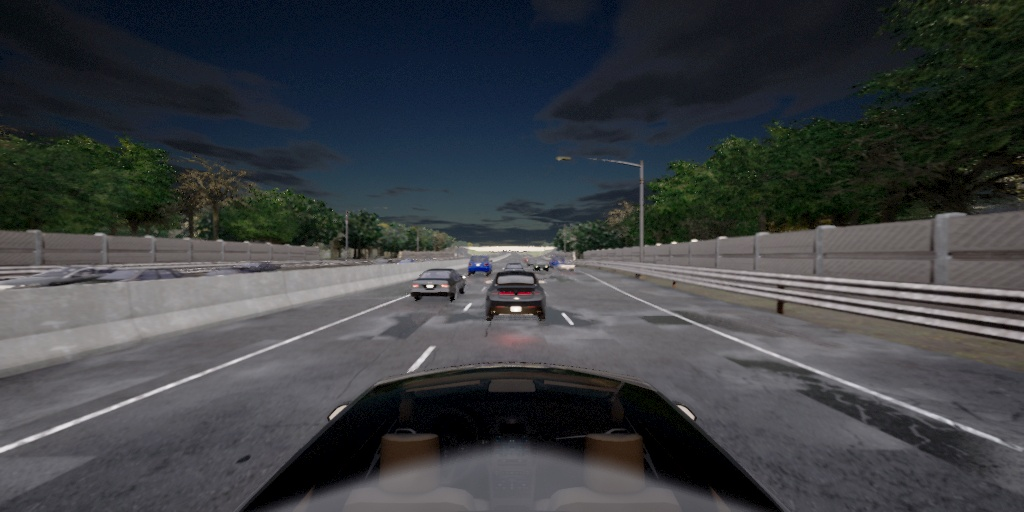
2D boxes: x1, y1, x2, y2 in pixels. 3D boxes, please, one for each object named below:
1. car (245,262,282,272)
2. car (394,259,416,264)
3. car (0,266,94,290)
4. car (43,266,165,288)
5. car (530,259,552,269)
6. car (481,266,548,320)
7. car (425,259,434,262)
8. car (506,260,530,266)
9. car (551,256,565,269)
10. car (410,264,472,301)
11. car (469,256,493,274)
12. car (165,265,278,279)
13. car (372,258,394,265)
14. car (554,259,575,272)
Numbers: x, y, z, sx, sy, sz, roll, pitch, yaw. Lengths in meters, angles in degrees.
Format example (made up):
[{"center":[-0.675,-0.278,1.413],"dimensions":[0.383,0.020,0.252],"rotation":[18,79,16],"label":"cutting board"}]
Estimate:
[{"center":[-23.734,1.297,33.385],"dimensions":[2.033,1.411,5.357],"rotation":[0,0,-3],"label":"car"},{"center":[-17.181,1.273,58.860],"dimensions":[1.882,1.535,5.008],"rotation":[0,0,1],"label":"car"},{"center":[-21.064,1.236,17.294],"dimensions":[2.128,1.511,4.902],"rotation":[0,0,0],"label":"car"},{"center":[-17.570,1.293,16.956],"dimensions":[2.033,1.411,5.357],"rotation":[0,0,0],"label":"car"},{"center":[3.732,1.374,47.231],"dimensions":[1.895,1.301,4.718],"rotation":[0,0,1],"label":"car"},{"center":[0.120,1.253,12.534],"dimensions":[1.837,1.490,4.892],"rotation":[0,0,0],"label":"car"},{"center":[-13.674,1.289,59.370],"dimensions":[2.128,1.511,4.902],"rotation":[0,0,1],"label":"car"},{"center":[0.200,1.299,30.466],"dimensions":[2.033,1.411,5.357],"rotation":[0,0,0],"label":"car"},{"center":[7.346,1.020,57.812],"dimensions":[2.150,2.045,5.566],"rotation":[0,0,1],"label":"car"},{"center":[-3.372,1.295,17.233],"dimensions":[2.033,1.411,5.357],"rotation":[0,0,0],"label":"car"},{"center":[-3.253,0.978,37.233],"dimensions":[2.150,2.045,5.566],"rotation":[0,0,0],"label":"car"},{"center":[-14.062,1.309,17.747],"dimensions":[1.994,1.385,4.181],"rotation":[0,0,0],"label":"car"},{"center":[-20.680,1.298,58.699],"dimensions":[1.837,1.490,4.892],"rotation":[0,0,1],"label":"car"},{"center":[7.167,1.376,47.802],"dimensions":[1.895,1.301,4.718],"rotation":[0,0,2],"label":"car"}]
